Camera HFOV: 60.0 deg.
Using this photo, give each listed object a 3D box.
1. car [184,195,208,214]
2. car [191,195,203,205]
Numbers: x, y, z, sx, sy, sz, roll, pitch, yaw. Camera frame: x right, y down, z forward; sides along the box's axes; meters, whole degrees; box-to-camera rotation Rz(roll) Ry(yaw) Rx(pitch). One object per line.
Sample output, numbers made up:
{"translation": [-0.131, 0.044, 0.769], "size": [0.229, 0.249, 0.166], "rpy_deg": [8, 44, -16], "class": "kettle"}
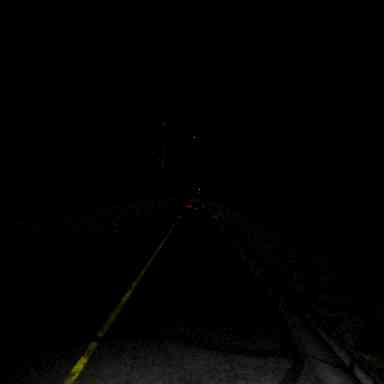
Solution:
{"translation": [0.362, 1.196, 26.059], "size": [2.163, 1.488, 4.792], "rpy_deg": [0, 0, 1], "class": "car"}
{"translation": [0.748, 1.202, 52.641], "size": [1.837, 1.490, 4.892], "rpy_deg": [0, 0, 1], "class": "car"}
